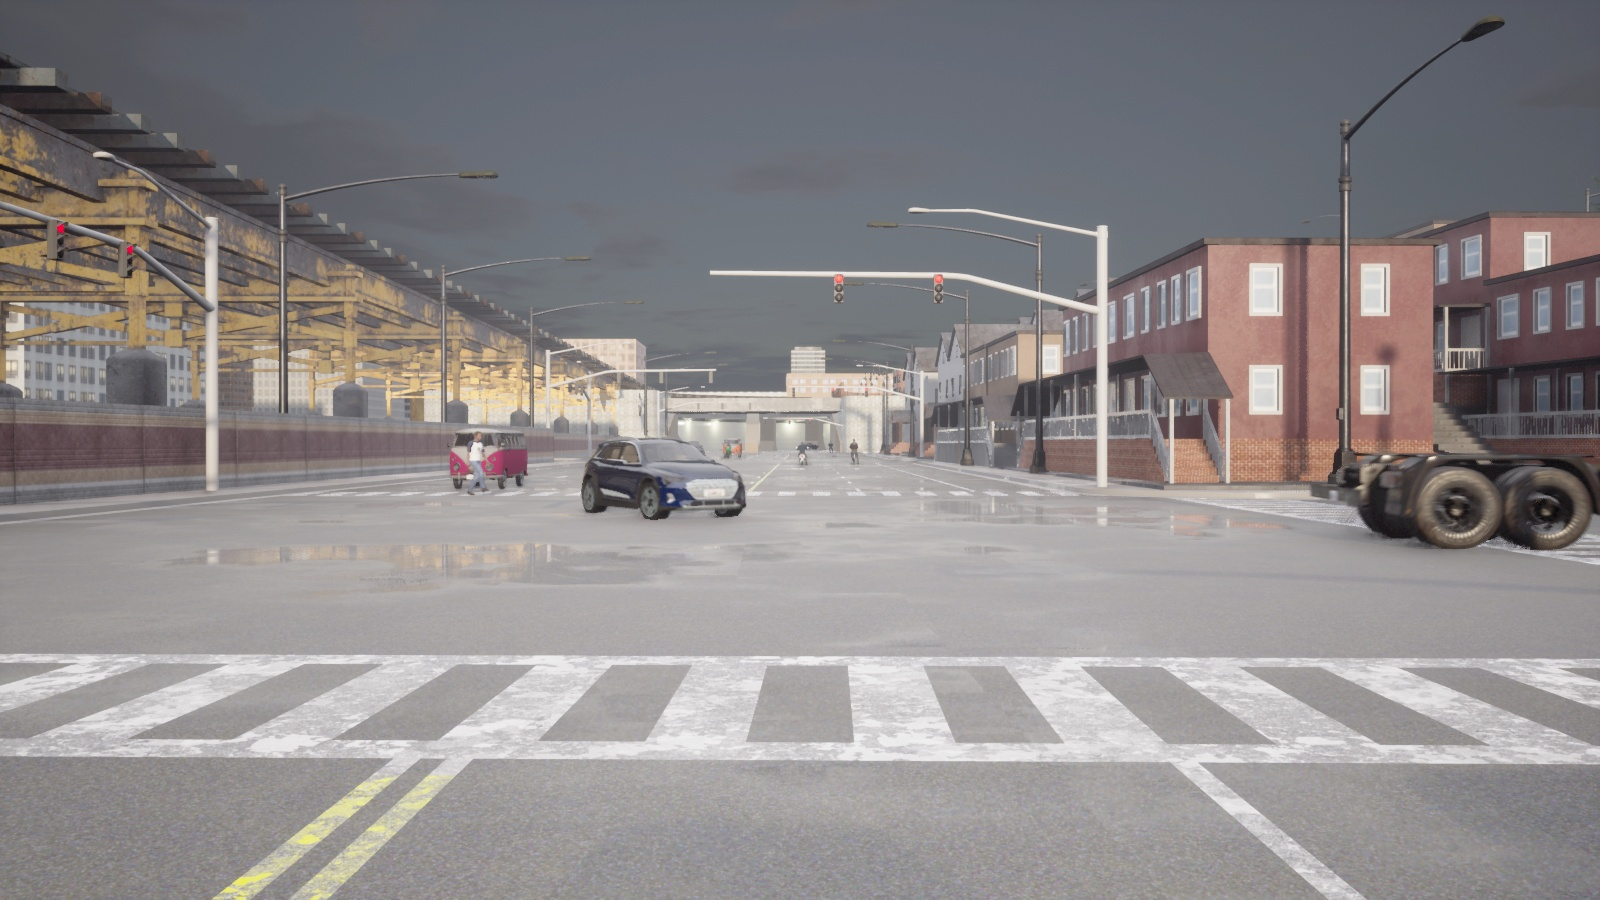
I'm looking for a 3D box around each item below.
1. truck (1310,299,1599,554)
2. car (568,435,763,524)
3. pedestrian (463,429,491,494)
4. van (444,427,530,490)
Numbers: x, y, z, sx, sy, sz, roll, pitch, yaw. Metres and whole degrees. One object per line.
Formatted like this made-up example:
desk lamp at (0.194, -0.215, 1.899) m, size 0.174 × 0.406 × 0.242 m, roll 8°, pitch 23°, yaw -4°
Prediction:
truck at (12.016, -0.329, 18.371) m, size 7.936 × 3.462 × 2.891 m, roll 0°, pitch 0°, yaw 7°
car at (-2.895, 0.527, 25.963) m, size 2.033 × 1.649 × 4.856 m, roll 0°, pitch 1°, yaw -33°
pedestrian at (-9.124, 0.324, 35.433) m, size 0.706 × 1.836 × 0.354 m, roll 0°, pitch 0°, yaw 29°
van at (-10.417, 0.253, 42.119) m, size 1.775 × 1.987 × 4.442 m, roll 0°, pitch 0°, yaw 0°
